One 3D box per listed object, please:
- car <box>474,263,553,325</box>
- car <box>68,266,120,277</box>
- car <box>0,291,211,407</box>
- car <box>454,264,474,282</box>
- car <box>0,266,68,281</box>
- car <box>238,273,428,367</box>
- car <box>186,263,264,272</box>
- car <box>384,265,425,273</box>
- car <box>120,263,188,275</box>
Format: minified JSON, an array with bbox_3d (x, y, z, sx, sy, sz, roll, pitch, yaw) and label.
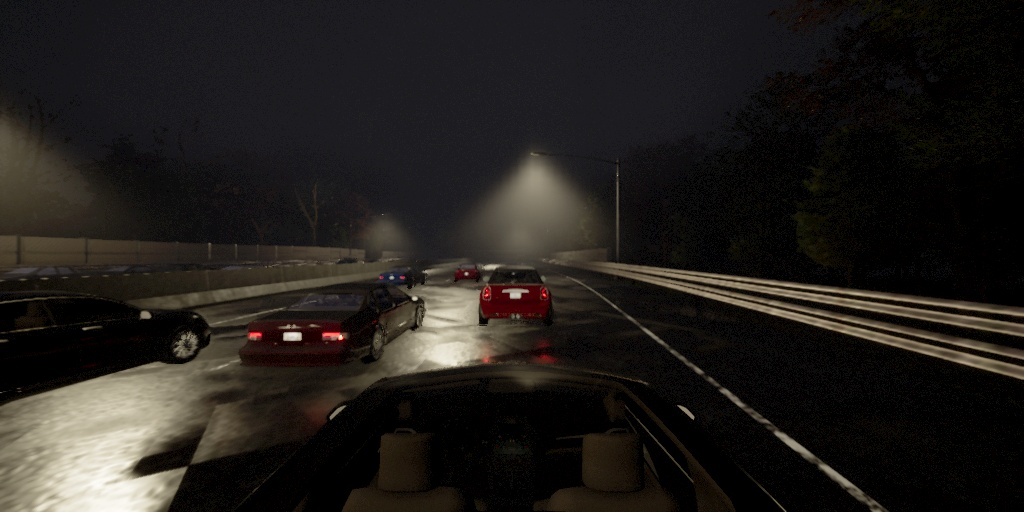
[{"bbox_3d":[0.100,1.094,11.901,2.097,1.767,4.553,0,0,0],"label":"car"},{"bbox_3d":[-24.593,1.304,22.883,1.994,1.385,4.181,0,0,0],"label":"car"},{"bbox_3d":[-6.907,1.251,5.126,1.837,1.490,4.892,0,0,0],"label":"car"},{"bbox_3d":[-3.396,1.300,28.802,1.994,1.385,4.181,0,0,0],"label":"car"},{"bbox_3d":[-27.790,1.288,21.188,2.033,1.411,5.357,0,0,-2],"label":"car"},{"bbox_3d":[-3.401,1.292,8.067,2.033,1.411,5.357,0,0,0],"label":"car"},{"bbox_3d":[-17.597,1.287,23.283,2.033,1.411,5.357,0,0,0],"label":"car"},{"bbox_3d":[-6.898,1.285,23.080,2.033,1.411,5.357,0,0,0],"label":"car"},{"bbox_3d":[-21.095,1.217,22.773,1.882,1.535,5.008,0,0,0],"label":"car"}]
